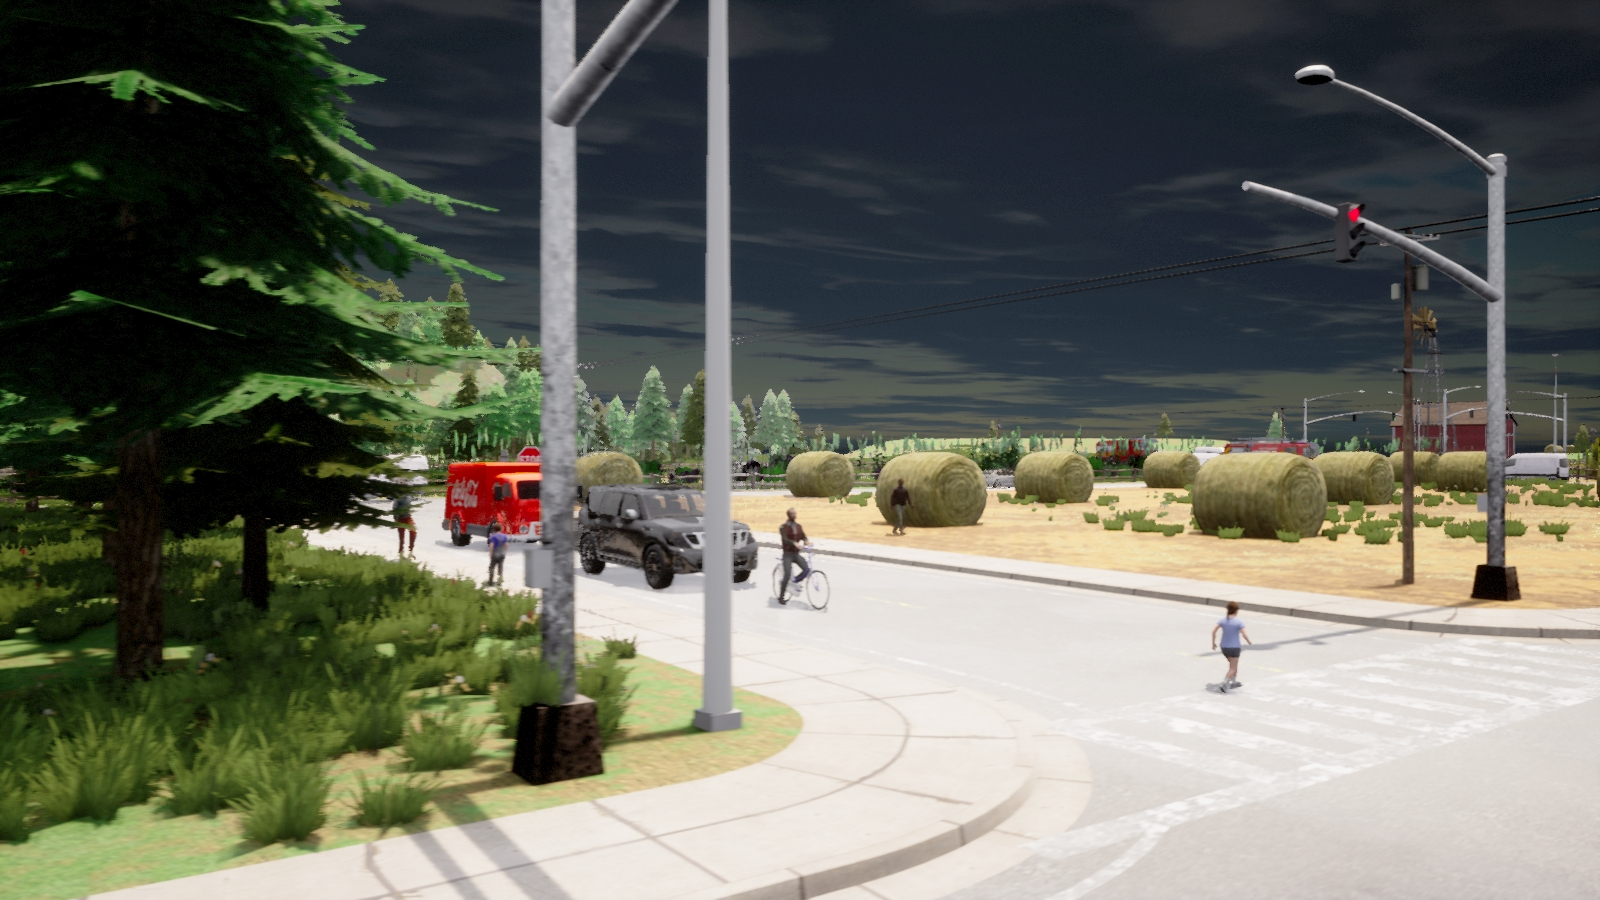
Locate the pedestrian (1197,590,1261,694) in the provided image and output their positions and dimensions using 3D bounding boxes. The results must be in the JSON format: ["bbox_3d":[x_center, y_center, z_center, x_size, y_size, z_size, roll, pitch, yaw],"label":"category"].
[{"bbox_3d":[5.024,2.231,13.384,0.500,1.100,0.500,0,0,-35],"label":"pedestrian"}]

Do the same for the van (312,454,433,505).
[{"bbox_3d":[-22.757,1.512,61.081,1.988,2.561,5.915,-1,0,35],"label":"van"}]

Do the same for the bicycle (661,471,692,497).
[{"bbox_3d":[-7.377,2.032,68.272,1.835,1.471,0.329,0,0,-31],"label":"bicycle"}]

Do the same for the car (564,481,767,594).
[{"bbox_3d":[-3.122,1.782,25.214,2.150,2.045,5.566,0,0,-34],"label":"car"}]

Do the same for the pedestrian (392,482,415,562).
[{"bbox_3d":[-9.434,1.697,27.162,0.375,1.860,0.375,0,0,42],"label":"pedestrian"}]

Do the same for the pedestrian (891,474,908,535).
[{"bbox_3d":[3.063,1.686,35.201,0.375,1.860,0.375,0,0,-20],"label":"pedestrian"}]

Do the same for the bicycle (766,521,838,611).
[{"bbox_3d":[0.017,2.063,20.640,0.329,1.471,1.835,0,0,-34],"label":"bicycle"}]

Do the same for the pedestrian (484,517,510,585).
[{"bbox_3d":[-5.962,1.976,22.454,0.375,1.300,0.375,0,0,-37],"label":"pedestrian"}]

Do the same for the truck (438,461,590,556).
[{"bbox_3d":[-8.345,1.571,32.999,2.627,2.467,5.204,0,0,-34],"label":"truck"}]
